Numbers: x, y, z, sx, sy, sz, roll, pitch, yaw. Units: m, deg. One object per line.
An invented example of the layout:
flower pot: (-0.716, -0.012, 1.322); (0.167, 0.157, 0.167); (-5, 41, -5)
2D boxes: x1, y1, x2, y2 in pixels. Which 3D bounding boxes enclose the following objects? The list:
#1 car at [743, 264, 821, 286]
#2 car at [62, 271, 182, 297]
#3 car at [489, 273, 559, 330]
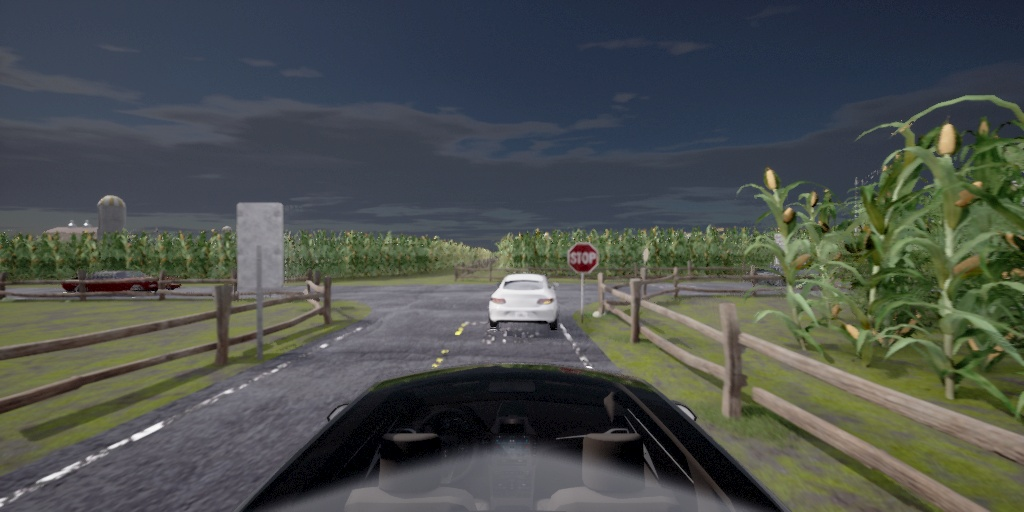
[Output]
car: (16.803, 1.102, 22.183); (4.181, 1.385, 1.994); (0, 1, 0)
car: (-20.782, 1.446, 19.293); (4.718, 1.301, 1.895); (0, 1, 0)
car: (0.437, 1.241, 10.965); (1.812, 1.442, 4.674); (0, 0, 5)
